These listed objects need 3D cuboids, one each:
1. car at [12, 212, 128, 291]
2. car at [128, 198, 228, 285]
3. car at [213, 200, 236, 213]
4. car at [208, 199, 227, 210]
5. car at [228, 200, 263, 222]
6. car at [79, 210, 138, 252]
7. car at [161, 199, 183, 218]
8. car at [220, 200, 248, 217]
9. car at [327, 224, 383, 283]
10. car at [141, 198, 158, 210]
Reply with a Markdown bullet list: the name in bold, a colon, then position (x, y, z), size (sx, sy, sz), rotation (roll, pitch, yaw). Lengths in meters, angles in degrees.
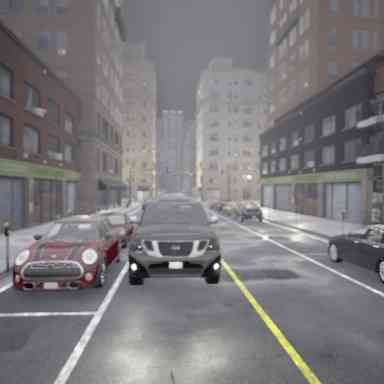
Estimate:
- **car**: position (-3.059, 1.417, 8.883), size (1.967, 1.590, 4.097), rotation (0, 0, -4)
- **car**: position (-0.546, 1.216, 9.896), size (2.150, 2.045, 5.566), rotation (0, 0, -4)
- **car**: position (3.585, 1.574, 37.325), size (1.947, 1.339, 4.313), rotation (0, 0, -4)
- **car**: position (3.210, 1.584, 42.898), size (1.802, 1.307, 4.206), rotation (0, 0, -4)
- **car**: position (4.335, 1.573, 26.178), size (2.008, 1.369, 4.403), rotation (0, 0, -4)
- **car**: position (-3.435, 1.555, 14.457), size (1.802, 1.307, 4.206), rotation (0, 0, -4)
- **car**: position (-1.852, 1.453, 30.746), size (1.882, 1.535, 5.008), rotation (0, 0, -4)
- **car**: position (3.949, 1.541, 31.921), size (1.752, 1.417, 4.829), rotation (0, 0, -4)
- **car**: position (5.459, 1.587, 9.458), size (2.008, 1.369, 4.403), rotation (0, 0, -4)
- **car**: position (-5.315, 1.487, 42.322), size (1.887, 1.381, 4.507), rotation (0, 0, -4)
